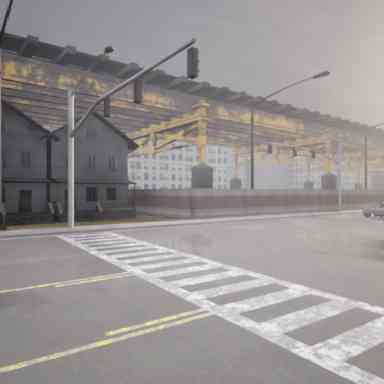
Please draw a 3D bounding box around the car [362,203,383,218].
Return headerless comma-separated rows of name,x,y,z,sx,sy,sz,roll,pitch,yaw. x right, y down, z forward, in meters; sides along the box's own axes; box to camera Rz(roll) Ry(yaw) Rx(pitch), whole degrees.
car,16.732,1.585,28.790,4.718,1.301,1.895,0,0,-35
